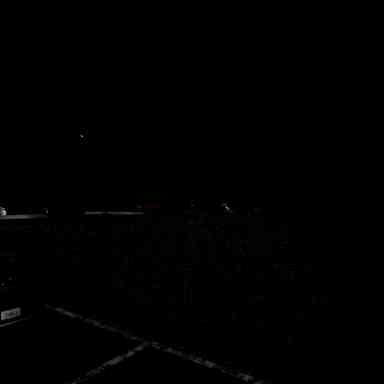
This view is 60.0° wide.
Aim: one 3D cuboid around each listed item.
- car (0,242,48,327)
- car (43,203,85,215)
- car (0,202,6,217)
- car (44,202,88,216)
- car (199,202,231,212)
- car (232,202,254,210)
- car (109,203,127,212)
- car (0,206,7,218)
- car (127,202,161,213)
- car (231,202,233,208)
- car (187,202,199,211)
[{"bbox_3d":[-4.419,1.551,6.159,4.403,1.369,2.008,0,0,36],"label":"car"},{"bbox_3d":[-16.028,2.106,41.915,1.895,1.301,4.718,0,-1,36],"label":"car"},{"bbox_3d":[-21.914,1.822,33.810,1.837,1.490,4.892,0,-1,36],"label":"car"},{"bbox_3d":[-14.462,1.956,38.542,2.128,1.511,4.902,0,-1,36],"label":"car"},{"bbox_3d":[3.623,2.367,52.129,1.837,1.490,4.892,0,-1,36],"label":"car"},{"bbox_3d":[9.664,2.624,60.535,1.994,1.385,4.181,0,-1,36],"label":"car"},{"bbox_3d":[-10.101,2.298,50.063,1.895,1.301,4.718,0,-1,36],"label":"car"},{"bbox_3d":[-19.886,1.817,31.039,1.812,1.442,4.674,0,-1,36],"label":"car"},{"bbox_3d":[-6.725,2.192,49.171,1.882,1.535,5.008,0,-1,36],"label":"car"},{"bbox_3d":[7.034,2.559,62.446,2.128,1.511,4.902,0,-1,36],"label":"car"},{"bbox_3d":[1.148,2.366,54.255,2.128,1.511,4.902,0,-1,37],"label":"car"}]
